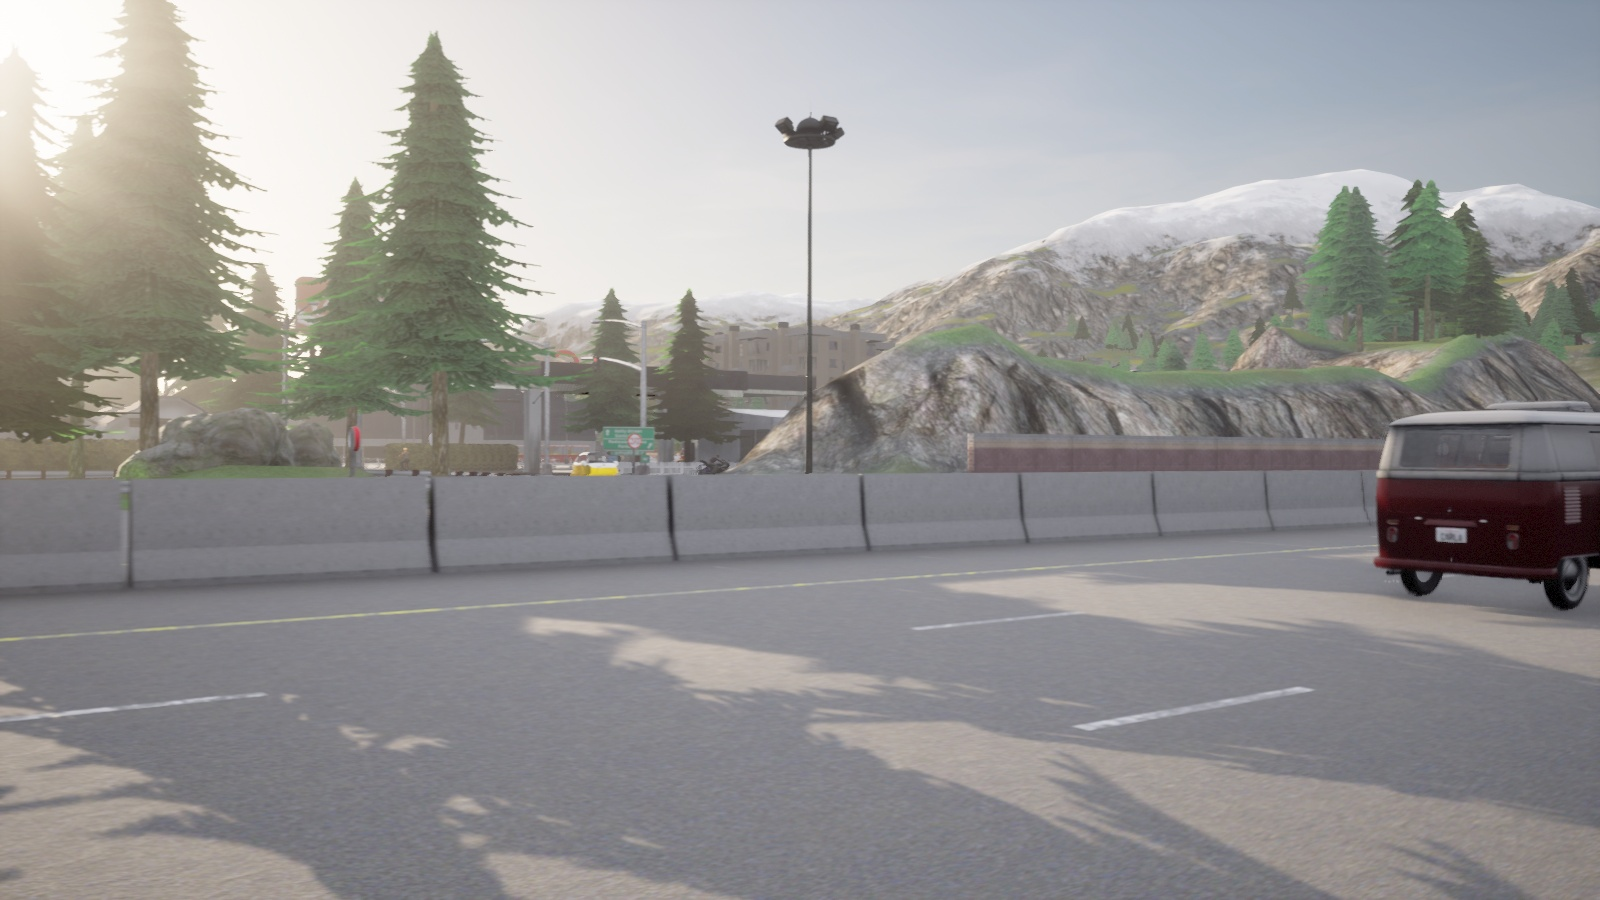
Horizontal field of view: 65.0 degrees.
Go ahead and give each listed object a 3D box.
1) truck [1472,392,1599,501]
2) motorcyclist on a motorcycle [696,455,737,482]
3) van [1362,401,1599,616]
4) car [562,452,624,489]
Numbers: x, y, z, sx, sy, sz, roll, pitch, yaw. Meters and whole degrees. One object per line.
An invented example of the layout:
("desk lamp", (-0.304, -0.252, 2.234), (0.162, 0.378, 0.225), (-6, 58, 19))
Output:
("truck", (26.880, -0.102, 43.680), (7.936, 3.462, 2.891), (0, 0, -35))
("motorcyclist on a motorcycle", (-4.723, 1.026, 71.129), (2.191, 1.530, 0.866), (0, 0, -35))
("van", (8.186, 0.541, 13.618), (4.442, 1.987, 1.775), (0, 0, -35))
("car", (-7.852, 0.774, 47.549), (1.481, 1.376, 2.207), (0, -1, -35))
